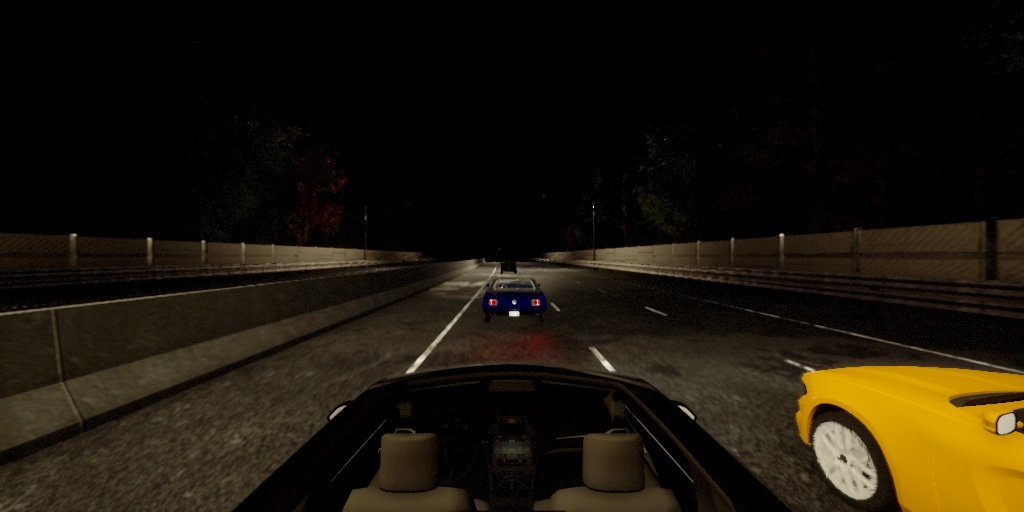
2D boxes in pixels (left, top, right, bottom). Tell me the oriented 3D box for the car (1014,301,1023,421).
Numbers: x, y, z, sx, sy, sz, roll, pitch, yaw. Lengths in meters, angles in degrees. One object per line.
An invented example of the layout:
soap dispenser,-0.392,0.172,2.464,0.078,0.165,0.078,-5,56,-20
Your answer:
car,7.093,1.274,2.080,1.812,1.442,4.674,0,0,0

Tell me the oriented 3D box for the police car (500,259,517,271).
police car,-0.424,1.189,44.132,1.930,1.638,5.238,0,0,-1

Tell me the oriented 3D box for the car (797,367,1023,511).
car,3.593,1.227,1.286,1.882,1.535,5.008,0,0,0

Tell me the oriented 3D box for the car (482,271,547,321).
car,0.059,1.354,12.419,1.895,1.301,4.718,0,0,0
